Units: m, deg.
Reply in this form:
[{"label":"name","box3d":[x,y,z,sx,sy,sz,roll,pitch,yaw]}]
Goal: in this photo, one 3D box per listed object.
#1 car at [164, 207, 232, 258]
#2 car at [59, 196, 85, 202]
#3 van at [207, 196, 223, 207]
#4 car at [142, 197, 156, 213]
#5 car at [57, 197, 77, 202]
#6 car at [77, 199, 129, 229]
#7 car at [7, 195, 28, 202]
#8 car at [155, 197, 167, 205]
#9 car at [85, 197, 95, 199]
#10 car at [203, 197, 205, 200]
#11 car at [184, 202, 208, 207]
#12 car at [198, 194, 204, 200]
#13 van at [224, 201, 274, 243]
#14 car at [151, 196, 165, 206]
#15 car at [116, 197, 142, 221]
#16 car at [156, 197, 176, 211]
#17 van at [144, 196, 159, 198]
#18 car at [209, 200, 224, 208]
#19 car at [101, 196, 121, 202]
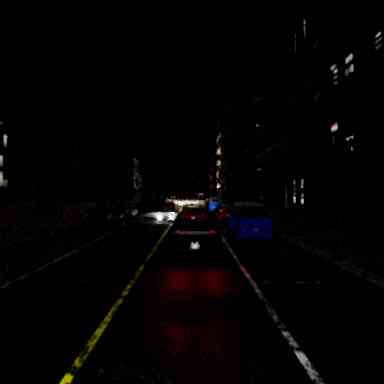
[{"label":"car","box3d":[0.088,1.512,12.815,2.128,1.511,4.902,0,-1,0]},{"label":"car","box3d":[-26.370,1.568,72.830,4.097,1.590,1.967,0,-1,1]},{"label":"van","box3d":[2.708,1.399,38.509,1.690,1.788,3.998,1,0,0]},{"label":"car","box3d":[-5.643,1.602,38.477,1.887,1.381,4.507,1,0,0]},{"label":"car","box3d":[-30.671,1.860,81.526,4.206,1.307,1.802,0,-1,1]},{"label":"car","box3d":[-5.649,1.478,21.540,1.967,1.590,4.097,1,0,0]},{"label":"car","box3d":[-42.906,1.650,81.653,5.009,1.841,2.192,0,-1,1]},{"label":"car","box3d":[-5.641,1.617,61.060,1.887,1.381,4.507,1,0,0]},{"label":"car","box3d":[-25.191,1.818,81.451,4.313,1.339,1.947,0,-1,1]},{"label":"car","box3d":[2.705,1.628,44.155,1.947,1.339,4.313,1,0,0]},{"label":"car","box3d":[0.084,1.647,27.991,1.895,1.301,4.718,0,0,0]},{"label":"car","box3d":[2.710,1.624,93.580,2.008,1.369,4.403,1,0,0]},{"label":"van","box3d":[2.705,1.370,15.924,1.690,1.788,3.998,1,0,0]},{"label":"car","box3d":[-5.640,1.510,55.415,1.967,1.590,4.097,1,0,0]},{"label":"car","box3d":[-5.643,1.485,27.186,1.967,1.590,4.097,1,0,0]},{"label":"car","box3d":[-3.092,1.660,40.692,1.895,1.301,4.718,0,0,0]},{"label":"van","box3d":[-5.640,1.403,44.123,1.690,1.788,3.998,1,0,0]},{"label":"car","box3d":[2.704,1.590,27.218,1.887,1.381,4.507,1,0,0]},{"label":"car","box3d":[-19.710,1.777,81.375,4.403,1.369,2.008,0,-1,1]}]
